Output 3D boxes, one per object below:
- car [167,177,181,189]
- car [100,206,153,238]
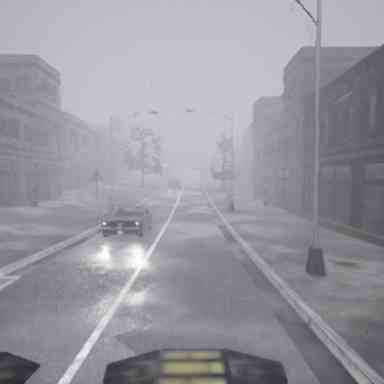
[{"bbox_3d":[-3.104,-1.620,59.065,2.150,2.045,5.566,0,4,1],"label":"car"},{"bbox_3d":[-3.120,1.396,16.697,1.895,1.301,4.718,0,2,0],"label":"car"}]
